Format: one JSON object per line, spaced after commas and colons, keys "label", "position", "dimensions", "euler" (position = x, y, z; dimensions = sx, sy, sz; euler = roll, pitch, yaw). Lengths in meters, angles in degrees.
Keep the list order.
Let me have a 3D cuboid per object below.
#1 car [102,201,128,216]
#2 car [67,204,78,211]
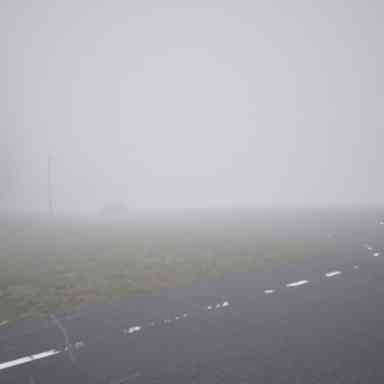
{"label": "car", "position": [-11.241, 2.351, 48.138], "dimensions": [2.150, 2.045, 5.566], "euler": [-3, 0, -36]}
{"label": "car", "position": [-25.800, 3.354, 71.836], "dimensions": [1.837, 1.490, 4.892], "euler": [-3, 0, -28]}
